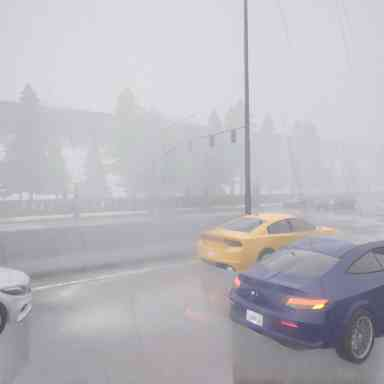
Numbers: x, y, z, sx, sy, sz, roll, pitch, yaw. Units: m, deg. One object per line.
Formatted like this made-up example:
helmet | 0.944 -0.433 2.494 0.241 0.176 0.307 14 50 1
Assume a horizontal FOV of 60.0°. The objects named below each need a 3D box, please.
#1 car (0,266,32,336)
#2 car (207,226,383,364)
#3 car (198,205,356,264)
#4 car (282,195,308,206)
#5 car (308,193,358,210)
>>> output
car | -4.812 1.522 4.621 4.674 1.442 1.812 0 0 -36
car | 2.707 1.458 5.720 4.674 1.442 1.812 -1 1 -35
car | 2.516 1.373 9.869 5.008 1.535 1.882 -1 1 -35
car | 11.185 1.020 33.460 5.008 1.535 1.882 -1 1 -35
car | 13.196 0.895 30.594 4.553 1.767 2.097 -1 1 -35
